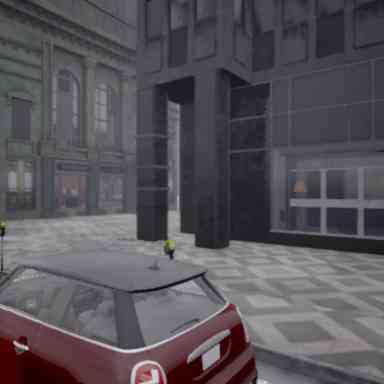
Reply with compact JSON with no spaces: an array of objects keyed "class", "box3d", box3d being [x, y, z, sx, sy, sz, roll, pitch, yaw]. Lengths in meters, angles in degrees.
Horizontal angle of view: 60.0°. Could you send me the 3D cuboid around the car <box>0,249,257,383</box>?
[{"class":"car","box3d":[-1.415,1.426,3.977,4.097,1.590,1.967,0,0,35]}]
